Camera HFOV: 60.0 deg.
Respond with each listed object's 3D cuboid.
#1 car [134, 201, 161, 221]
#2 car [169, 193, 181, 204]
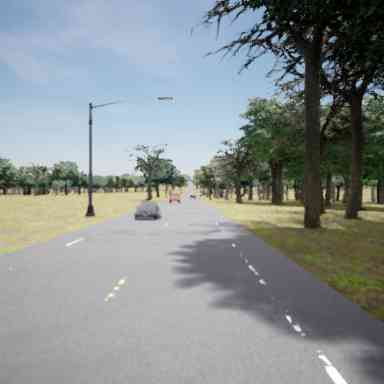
[{"bbox_3d":[-3.591,1.525,27.641,1.812,1.442,4.674,0,0,0],"label":"car"},{"bbox_3d":[-3.483,1.331,68.019,2.150,2.045,5.566,0,0,0],"label":"car"}]
